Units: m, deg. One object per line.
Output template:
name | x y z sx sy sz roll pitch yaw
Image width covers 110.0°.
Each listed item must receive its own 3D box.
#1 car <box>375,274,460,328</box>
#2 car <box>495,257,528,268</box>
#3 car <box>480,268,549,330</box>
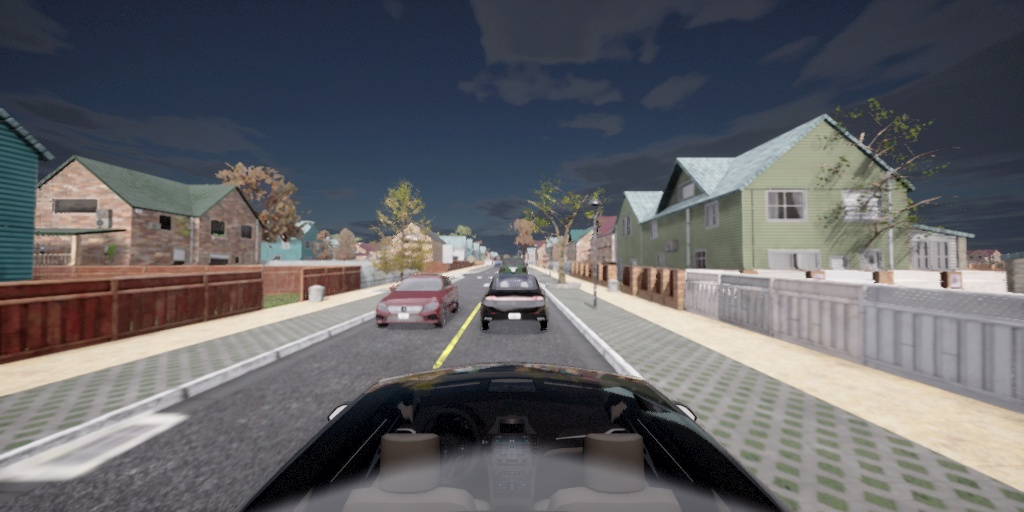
car | -2.830 1.325 11.684 1.812 1.442 4.674 0 0 0
car | 0.097 1.113 28.019 2.150 2.045 5.566 0 0 0
car | 0.078 1.289 11.285 2.128 1.511 4.902 0 0 0
